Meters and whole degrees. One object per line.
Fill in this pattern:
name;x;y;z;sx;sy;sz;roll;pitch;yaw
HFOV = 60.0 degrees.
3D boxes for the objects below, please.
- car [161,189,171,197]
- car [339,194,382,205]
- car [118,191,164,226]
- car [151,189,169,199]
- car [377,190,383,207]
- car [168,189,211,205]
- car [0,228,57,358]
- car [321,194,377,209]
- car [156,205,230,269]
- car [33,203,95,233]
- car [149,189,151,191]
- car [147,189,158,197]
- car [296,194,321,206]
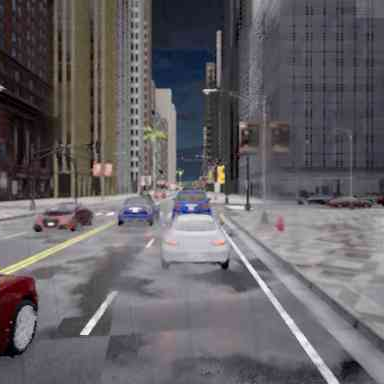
car;-6.647;0.213;84.984;2.150;2.045;5.566;0;1;0
car;20.753;0.928;41.089;4.313;1.339;1.947;0;1;-1
car;-3.185;1.029;20.818;2.097;1.767;4.553;0;1;0
car;-6.620;0.369;69.045;2.150;2.045;5.566;0;1;0
car;20.897;0.724;32.563;5.009;1.841;2.192;0;0;-1
car;-0.008;0.907;20.037;2.150;2.045;5.566;0;1;0
car;-3.155;1.426;2.838;1.882;1.535;5.008;0;1;0
car;15.259;1.011;32.469;4.206;1.307;1.802;0;1;-1
car;0.082;1.352;10.342;1.812;1.442;4.674;0;1;0
car;-6.602;1.282;17.542;1.994;1.385;4.181;0;1;0
car;-9.870;0.621;69.073;1.882;1.535;5.008;0;1;0
car;-9.896;0.217;84.639;2.150;2.045;5.566;0;1;0
car;15.114;0.948;40.992;4.313;1.339;1.947;0;1;-1
